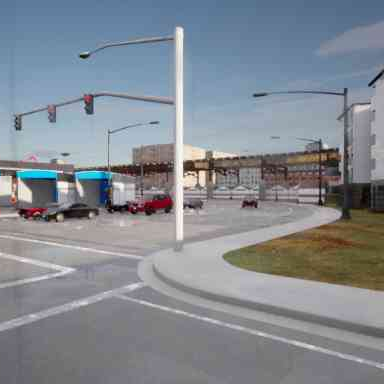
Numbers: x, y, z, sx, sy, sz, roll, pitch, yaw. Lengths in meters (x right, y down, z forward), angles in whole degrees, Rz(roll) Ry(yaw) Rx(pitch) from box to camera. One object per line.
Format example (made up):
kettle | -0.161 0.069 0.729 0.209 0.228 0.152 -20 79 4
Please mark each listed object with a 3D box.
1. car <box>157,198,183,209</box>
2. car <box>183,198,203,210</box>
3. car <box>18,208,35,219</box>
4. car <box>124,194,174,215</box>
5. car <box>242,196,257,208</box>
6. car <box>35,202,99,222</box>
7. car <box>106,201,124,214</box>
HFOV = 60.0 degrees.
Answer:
car | -2.956 1.547 46.029 2.033 1.411 5.357 0 0 15
car | 0.119 1.547 44.101 2.033 1.411 5.357 0 0 16
car | -12.295 1.601 28.661 1.895 1.301 4.718 0 0 37
car | -4.130 1.221 34.417 2.150 2.045 5.566 0 0 30
car | 8.508 1.352 49.212 2.097 1.767 4.553 0 0 9
car | -9.592 1.526 26.479 1.812 1.442 4.674 0 0 36
car | -7.111 1.601 36.221 1.895 1.301 4.718 0 0 30
